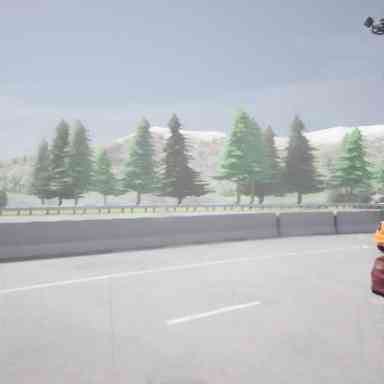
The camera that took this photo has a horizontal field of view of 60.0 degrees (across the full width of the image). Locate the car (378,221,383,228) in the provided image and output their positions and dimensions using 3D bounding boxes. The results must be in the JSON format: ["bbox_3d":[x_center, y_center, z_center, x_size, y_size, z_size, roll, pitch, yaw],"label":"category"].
[{"bbox_3d":[9.005,1.347,12.109,4.553,1.767,2.097,0,0,-23],"label":"car"}]

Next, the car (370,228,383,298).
[{"bbox_3d":[5.647,1.525,6.772,4.674,1.442,1.812,0,0,-28],"label":"car"}]
